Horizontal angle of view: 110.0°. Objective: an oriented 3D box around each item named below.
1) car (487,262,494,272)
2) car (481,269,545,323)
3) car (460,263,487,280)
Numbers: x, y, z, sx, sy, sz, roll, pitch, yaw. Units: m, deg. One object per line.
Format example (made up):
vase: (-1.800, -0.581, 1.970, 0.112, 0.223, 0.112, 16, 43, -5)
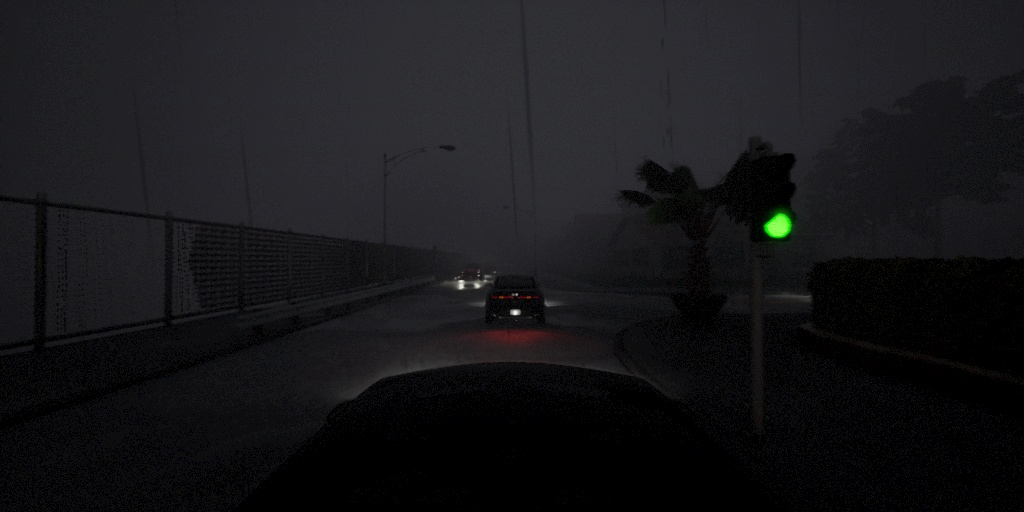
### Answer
car: (-4.076, 1.831, 50.360, 2.128, 1.511, 4.902, 0, -1, 0)
car: (0.099, 1.391, 12.789, 1.837, 1.490, 4.892, 0, 0, 0)
car: (-4.089, 1.536, 37.534, 2.097, 1.767, 4.553, 0, -1, 0)
